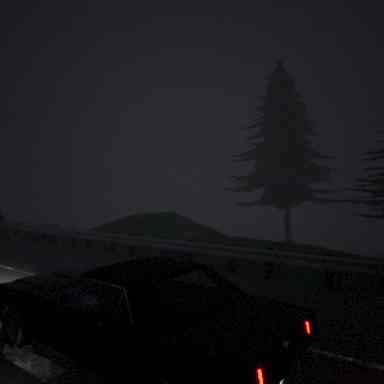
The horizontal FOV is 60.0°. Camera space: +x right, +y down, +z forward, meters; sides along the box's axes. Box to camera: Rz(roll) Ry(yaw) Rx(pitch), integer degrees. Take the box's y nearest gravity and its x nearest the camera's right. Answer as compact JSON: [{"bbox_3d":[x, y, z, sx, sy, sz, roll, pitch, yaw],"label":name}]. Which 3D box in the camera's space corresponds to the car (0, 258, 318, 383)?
[{"bbox_3d":[-0.889,1.642,4.707,4.718,1.301,1.895,-1,-1,36],"label":"car"}]
